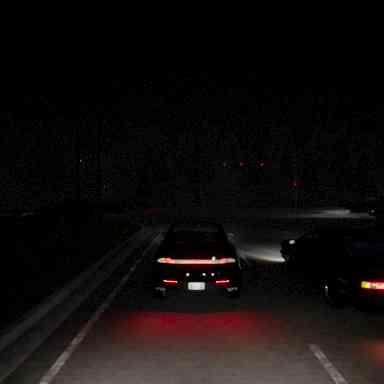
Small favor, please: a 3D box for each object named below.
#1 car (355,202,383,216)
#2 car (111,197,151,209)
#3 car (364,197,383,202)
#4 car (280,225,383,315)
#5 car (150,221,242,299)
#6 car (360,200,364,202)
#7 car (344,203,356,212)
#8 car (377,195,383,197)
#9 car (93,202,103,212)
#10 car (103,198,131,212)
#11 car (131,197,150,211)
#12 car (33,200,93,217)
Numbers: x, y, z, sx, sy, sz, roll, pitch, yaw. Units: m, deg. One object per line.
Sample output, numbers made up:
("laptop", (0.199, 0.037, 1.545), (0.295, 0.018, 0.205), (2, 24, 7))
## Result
("car", (7.107, 1.352, 9.901), (2.097, 1.767, 4.553), (0, 0, 0))
("car", (-8.088, 1.477, 44.451), (5.008, 1.535, 1.882), (0, 0, 1))
("car", (18.874, 1.493, 30.201), (4.902, 1.511, 2.128), (0, 0, 1))
("car", (3.597, 1.547, 7.831), (2.033, 1.411, 5.357), (0, 0, 0))
("car", (0.099, 1.492, 8.457), (2.128, 1.511, 4.902), (0, 0, 0))
("car", (20.165, 1.601, 33.690), (4.718, 1.301, 1.895), (0, 0, 1))
("car", (19.973, 1.548, 37.190), (5.357, 1.411, 2.033), (0, 0, 1))
("car", (23.514, 1.493, 40.658), (4.902, 1.511, 2.128), (0, 0, 1))
("car", (-11.904, 1.526, 33.985), (4.674, 1.442, 1.812), (0, 0, 1))
("car", (-9.699, 1.601, 37.465), (4.718, 1.301, 1.895), (0, 0, 1))
("car", (-8.119, 1.477, 40.951), (5.008, 1.535, 1.882), (0, 0, 1))
("car", (-11.991, 1.601, 30.486), (4.718, 1.301, 1.895), (0, 0, 1))
